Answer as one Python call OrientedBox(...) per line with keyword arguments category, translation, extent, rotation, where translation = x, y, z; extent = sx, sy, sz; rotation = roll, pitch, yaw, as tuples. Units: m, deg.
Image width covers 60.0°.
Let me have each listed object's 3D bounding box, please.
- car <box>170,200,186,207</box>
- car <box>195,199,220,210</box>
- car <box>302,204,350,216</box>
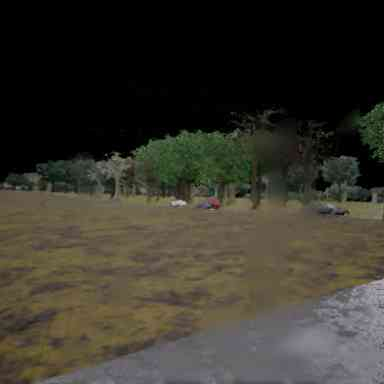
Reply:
OrientedBox(category="car", translation=(-2.963, 2.396, 71.936), extent=(1.812, 1.442, 4.674), rotation=(3, -2, -35))
OrientedBox(category="car", translation=(2.399, 2.347, 58.232), extent=(1.994, 1.385, 4.181), rotation=(3, -2, -35))
OrientedBox(category="car", translation=(15.750, 2.115, 39.426), extent=(2.033, 1.411, 5.357), rotation=(3, -3, -35))
